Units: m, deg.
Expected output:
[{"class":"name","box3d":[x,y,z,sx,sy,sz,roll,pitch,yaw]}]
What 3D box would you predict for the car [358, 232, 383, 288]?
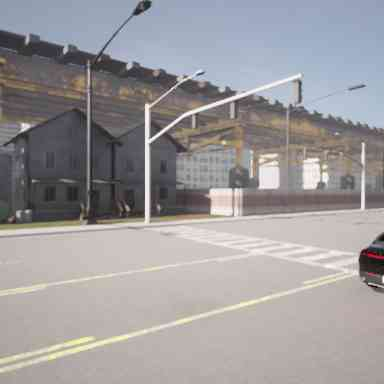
[{"class":"car","box3d":[5.897,1.500,7.966,4.892,1.490,1.837,0,0,-35]}]
